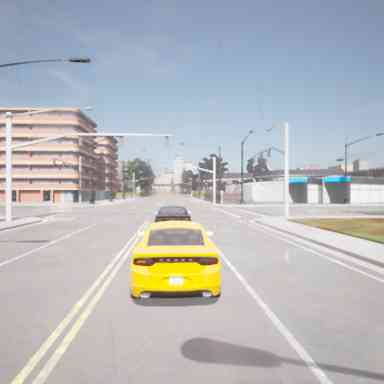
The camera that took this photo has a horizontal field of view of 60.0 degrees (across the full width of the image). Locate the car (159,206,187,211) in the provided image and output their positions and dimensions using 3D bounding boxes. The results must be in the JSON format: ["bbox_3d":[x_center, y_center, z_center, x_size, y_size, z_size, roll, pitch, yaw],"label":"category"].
[{"bbox_3d":[-1.037,1.475,18.115,1.882,1.535,5.008,0,0,-4],"label":"car"}]

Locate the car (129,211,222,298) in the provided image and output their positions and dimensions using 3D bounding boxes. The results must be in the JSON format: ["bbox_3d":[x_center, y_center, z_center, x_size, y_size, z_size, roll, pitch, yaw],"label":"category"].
[{"bbox_3d":[-0.421,1.476,8.554,1.882,1.535,5.008,0,0,-3],"label":"car"}]
